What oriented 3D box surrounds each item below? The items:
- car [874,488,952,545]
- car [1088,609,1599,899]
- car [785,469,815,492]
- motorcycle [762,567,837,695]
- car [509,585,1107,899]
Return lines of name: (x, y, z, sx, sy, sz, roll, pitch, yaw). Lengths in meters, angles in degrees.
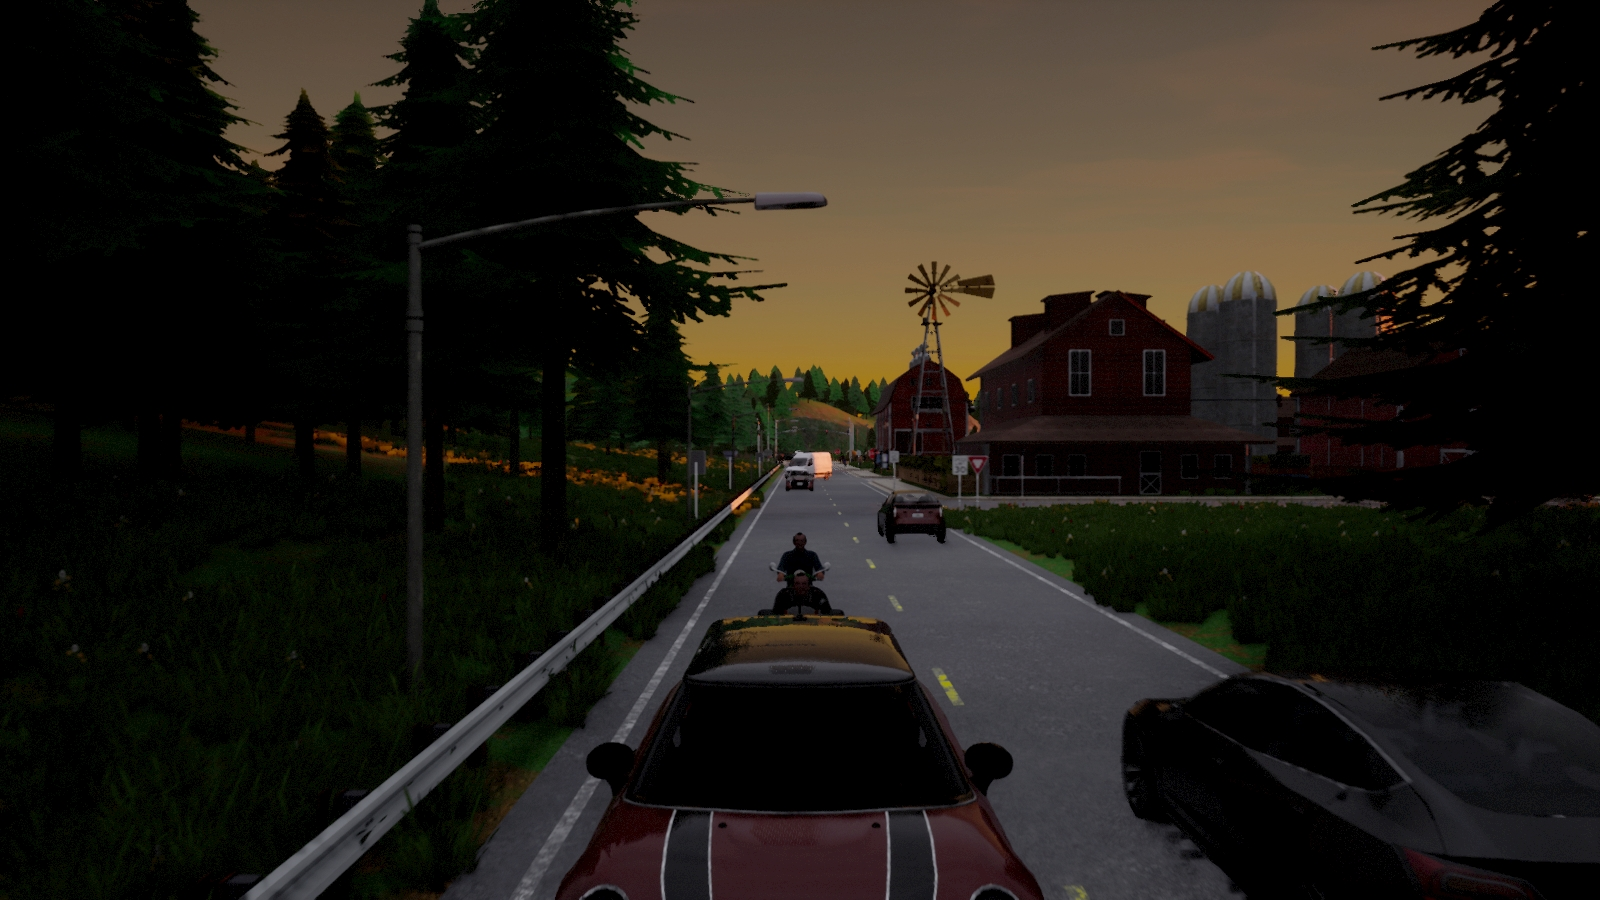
car: (3.488, 2.030, 35.966, 2.007, 1.525, 4.514, 0, 0, 0)
car: (3.472, 2.060, 7.048, 2.163, 1.488, 4.792, 0, 0, 0)
car: (-0.021, 2.045, 76.961, 1.970, 1.475, 3.806, 0, 0, 0)
motorcycle: (-0.003, 2.201, 14.288, 0.867, 1.251, 2.209, 0, 0, 0)
car: (0.029, 1.903, 6.285, 2.097, 1.767, 4.553, 0, 0, 0)
